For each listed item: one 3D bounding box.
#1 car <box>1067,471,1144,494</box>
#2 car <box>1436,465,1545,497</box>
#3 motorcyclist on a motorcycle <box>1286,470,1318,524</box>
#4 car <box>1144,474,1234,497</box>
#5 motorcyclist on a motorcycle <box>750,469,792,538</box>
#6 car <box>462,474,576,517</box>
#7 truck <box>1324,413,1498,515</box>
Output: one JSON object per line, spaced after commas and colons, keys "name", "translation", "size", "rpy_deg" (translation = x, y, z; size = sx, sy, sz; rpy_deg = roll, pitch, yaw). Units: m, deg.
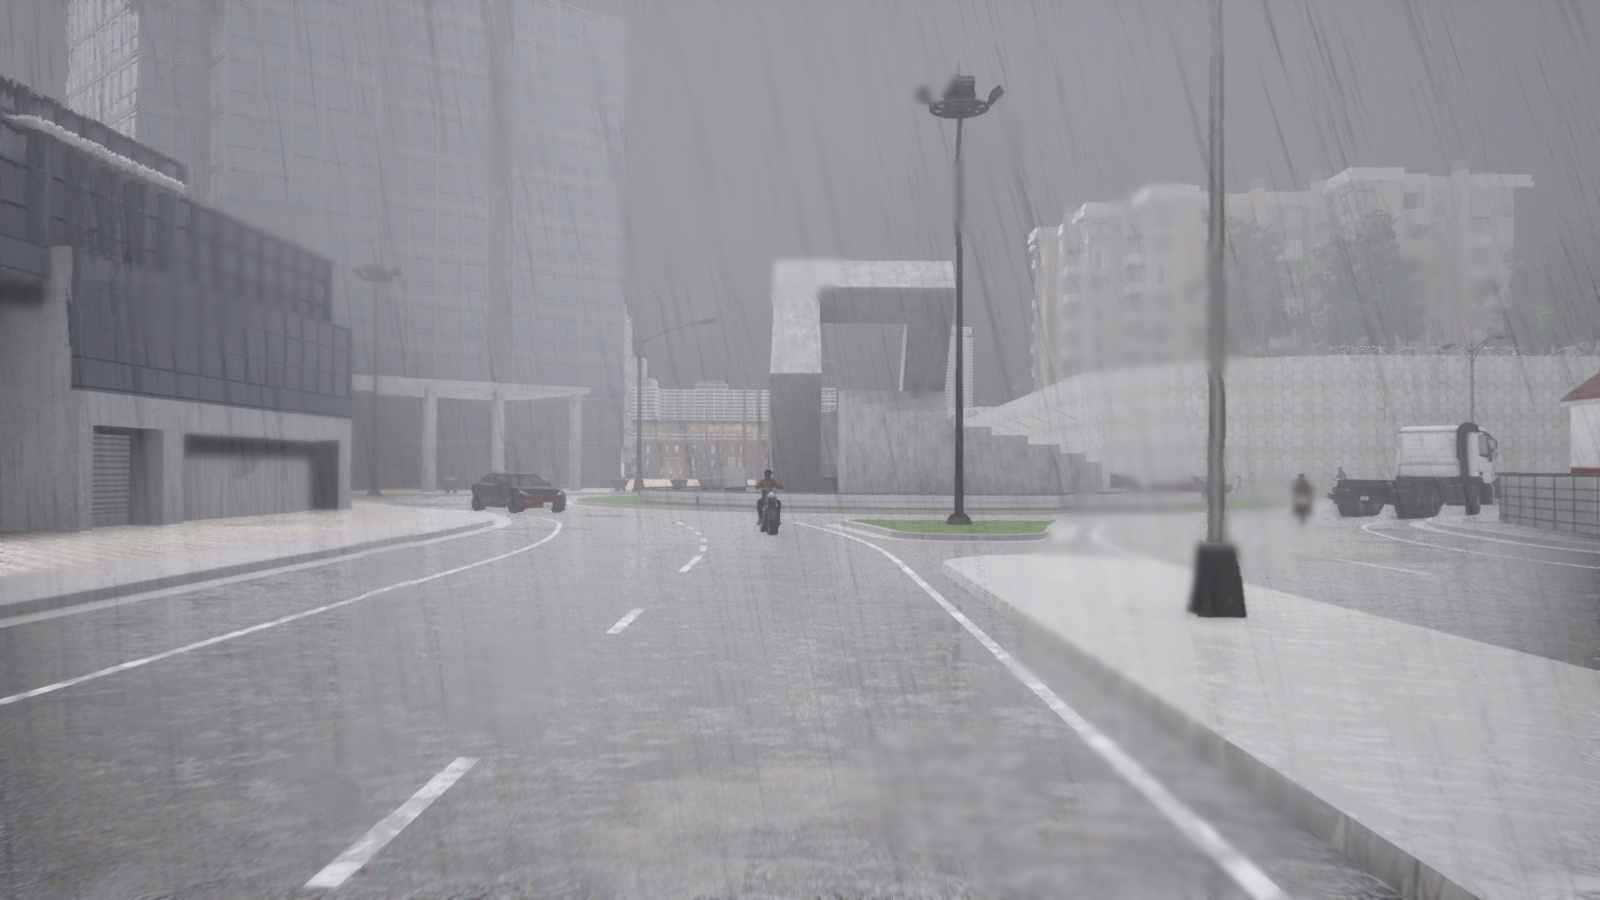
{"name": "car", "translation": [19.987, 2.118, 82.370], "size": [1.837, 1.490, 4.892], "rpy_deg": [0, -1, -37]}
{"name": "car", "translation": [37.058, 1.640, 67.478], "size": [4.611, 1.667, 2.242], "rpy_deg": [0, -1, 2]}
{"name": "motorcyclist on a motorcycle", "translation": [14.745, 1.354, 36.842], "size": [0.797, 1.523, 2.044], "rpy_deg": [0, -1, 24]}
{"name": "car", "translation": [22.751, 2.055, 73.530], "size": [1.895, 1.301, 4.718], "rpy_deg": [1, -1, -44]}
{"name": "motorcyclist on a motorcycle", "translation": [-0.745, 1.287, 31.009], "size": [0.766, 1.649, 2.350], "rpy_deg": [0, -1, -8]}
{"name": "car", "translation": [-10.417, 1.632, 46.339], "size": [2.163, 1.488, 4.792], "rpy_deg": [1, -1, -39]}
{"name": "truck", "translation": [22.597, 0.517, 46.258], "size": [7.936, 3.462, 2.891], "rpy_deg": [1, -1, -41]}
